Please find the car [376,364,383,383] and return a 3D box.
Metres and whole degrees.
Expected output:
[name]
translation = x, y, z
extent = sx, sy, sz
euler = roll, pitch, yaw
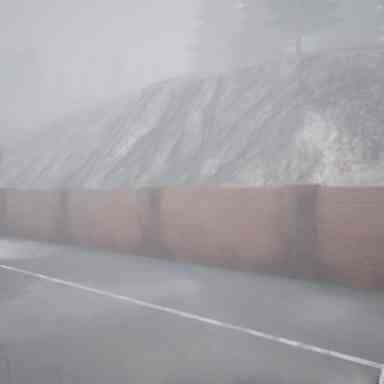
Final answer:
[car]
translation = 3.414, 1.351, 1.577
extent = 4.553, 1.767, 2.097
euler = 0, 0, 35
